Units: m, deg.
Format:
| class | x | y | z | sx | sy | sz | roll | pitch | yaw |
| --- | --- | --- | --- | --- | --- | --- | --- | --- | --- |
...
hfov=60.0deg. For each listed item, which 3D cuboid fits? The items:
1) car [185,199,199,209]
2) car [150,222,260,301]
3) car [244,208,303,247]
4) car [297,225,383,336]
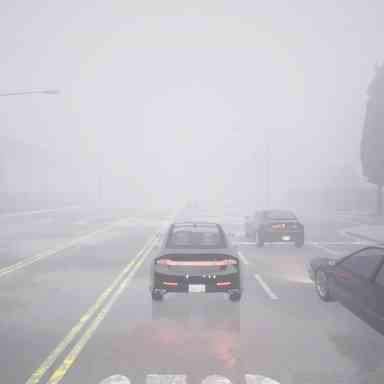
| class | x | y | z | sx | sy | sz | roll | pitch | yaw |
| --- | --- | --- | --- | --- | --- | --- | --- | --- | --- |
| car | 0.010 | 1.601 | 44.132 | 1.895 | 1.301 | 4.718 | 0 | 0 | 0 |
| car | 0.083 | 1.492 | 8.313 | 2.128 | 1.511 | 4.902 | 0 | 0 | 0 |
| car | 3.568 | 1.505 | 15.014 | 1.837 | 1.490 | 4.892 | 0 | 0 | 0 |
| car | 3.589 | 1.547 | 5.267 | 2.033 | 1.411 | 5.357 | 0 | 0 | 0 |
